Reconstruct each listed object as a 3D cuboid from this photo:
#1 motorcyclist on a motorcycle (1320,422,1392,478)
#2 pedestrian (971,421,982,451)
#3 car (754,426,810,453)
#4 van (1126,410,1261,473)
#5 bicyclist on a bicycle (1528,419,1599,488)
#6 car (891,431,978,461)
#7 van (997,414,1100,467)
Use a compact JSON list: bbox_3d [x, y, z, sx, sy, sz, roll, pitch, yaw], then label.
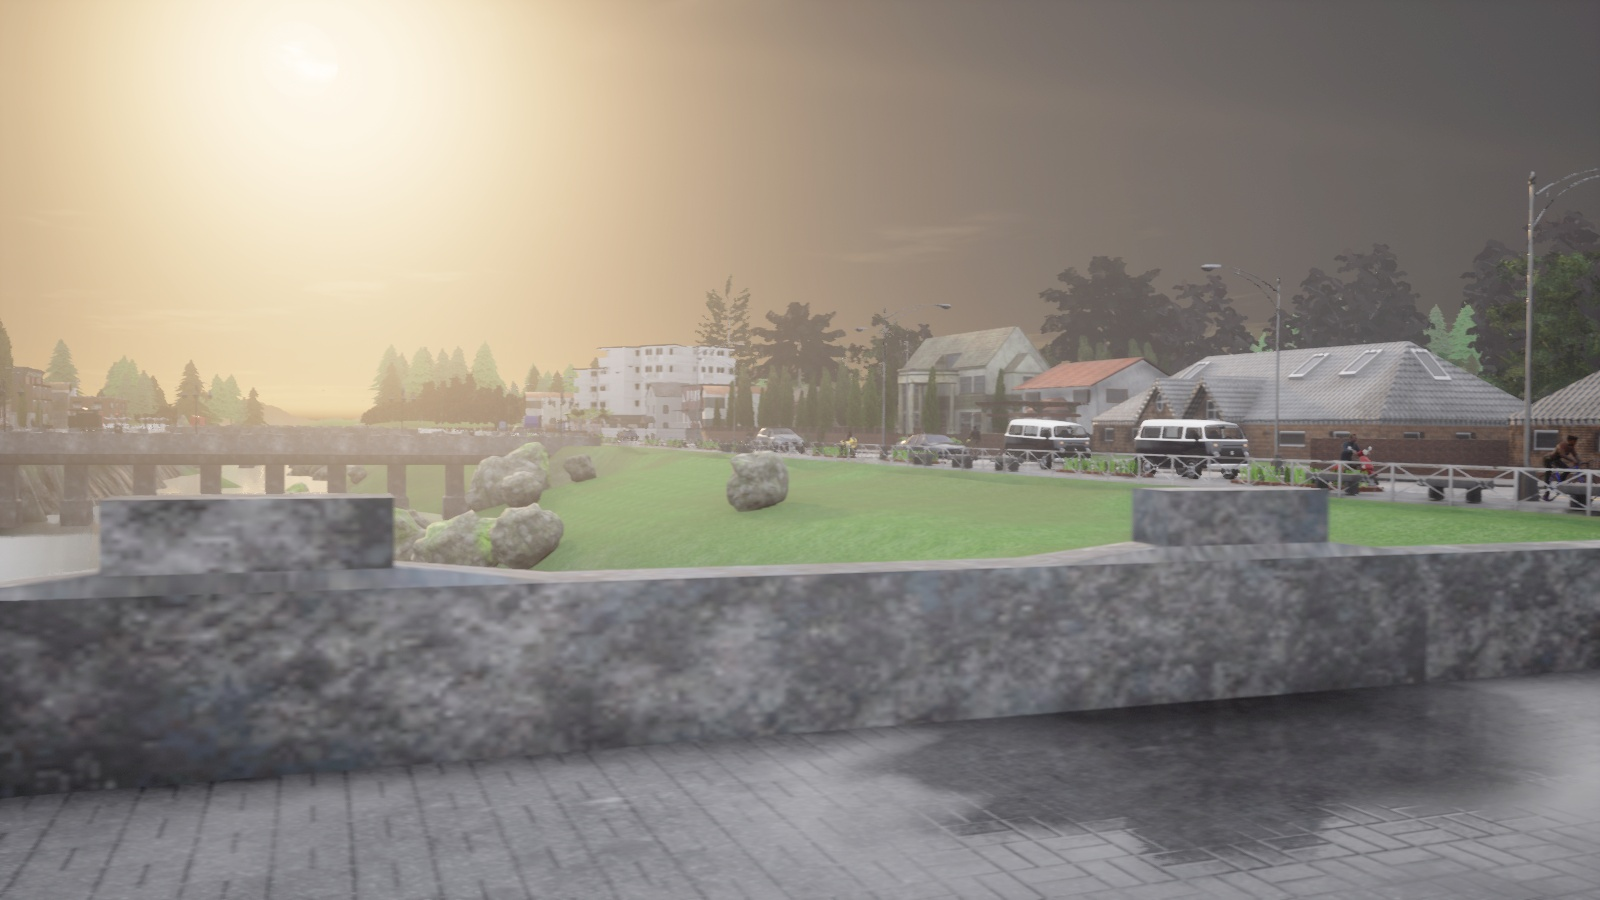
[{"bbox_3d":[16.066,-0.013,36.324,0.866,1.590,1.817,-1,1,-21],"label":"motorcyclist on a motorcycle"},{"bbox_3d":[10.680,-0.845,76.074,0.431,1.840,0.703,-1,1,-16],"label":"pedestrian"},{"bbox_3d":[-1.217,-0.676,81.807,2.242,1.667,4.611,-1,1,-21],"label":"car"},{"bbox_3d":[13.447,-0.327,43.209,2.069,2.038,4.480,-1,1,-21],"label":"van"},{"bbox_3d":[18.426,0.062,30.112,0.582,1.620,1.656,-1,1,-21],"label":"bicyclist on a bicycle"},{"bbox_3d":[6.514,-0.225,61.468,2.033,1.411,5.357,-1,1,-21],"label":"car"},{"bbox_3d":[10.180,-0.443,51.806,2.069,2.038,4.480,-1,2,-21],"label":"van"}]
